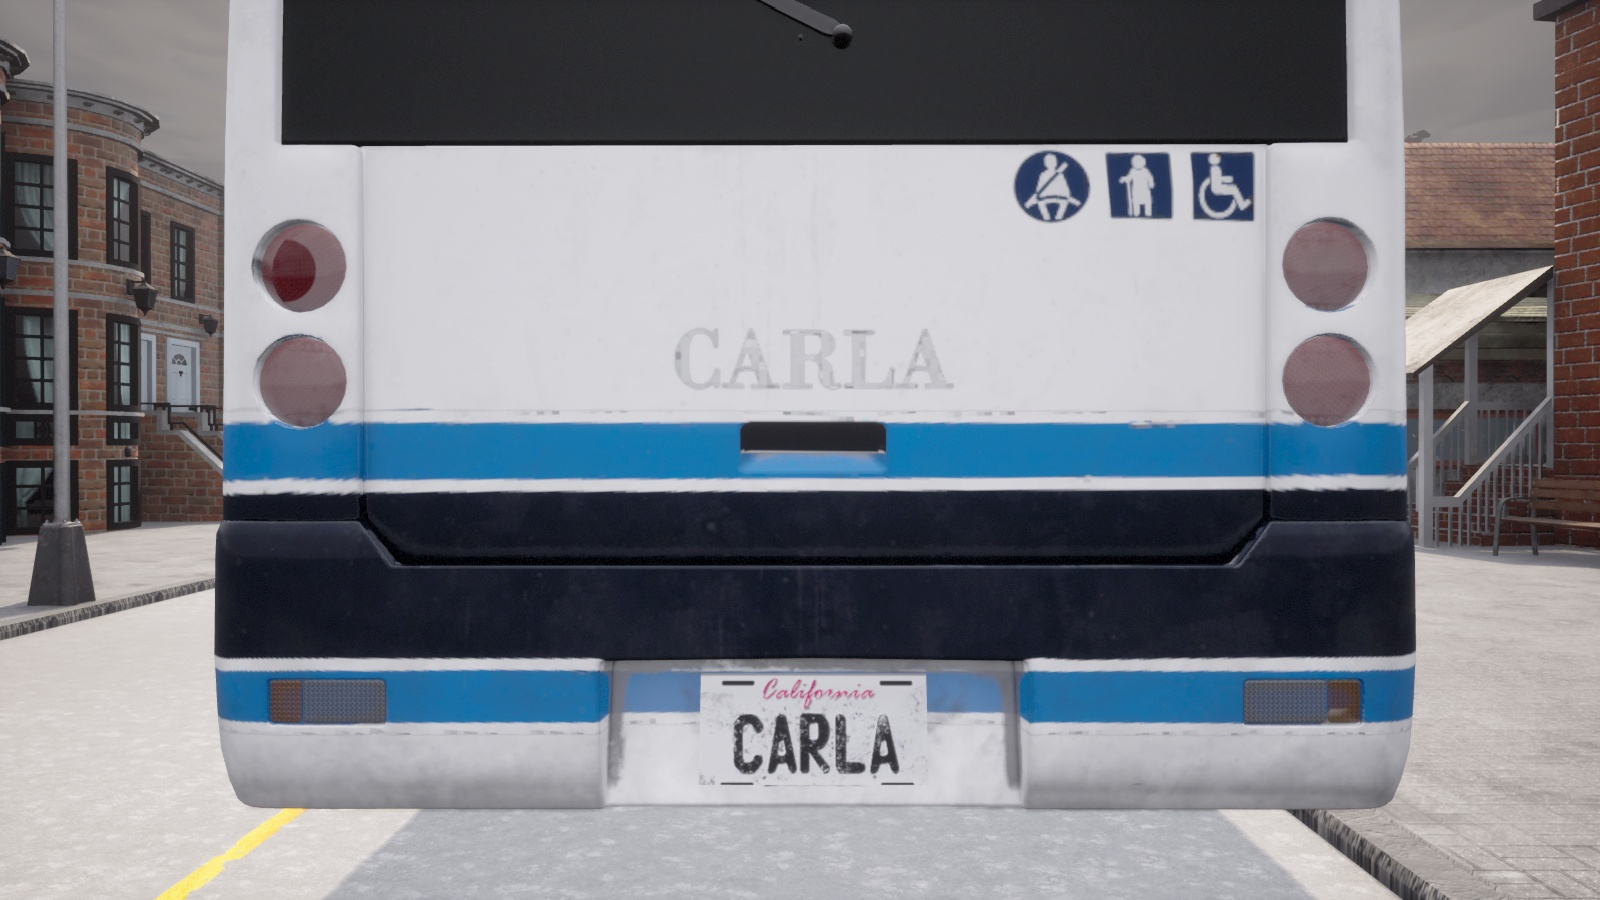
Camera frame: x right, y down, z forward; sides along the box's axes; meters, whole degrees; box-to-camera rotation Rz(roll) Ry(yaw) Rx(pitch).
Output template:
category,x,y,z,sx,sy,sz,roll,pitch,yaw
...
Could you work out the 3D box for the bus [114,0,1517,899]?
category,x,y,z,sx,sy,sz,roll,pitch,yaw
bus,0.066,-0.679,8.669,3.944,4.253,10.273,0,0,0
